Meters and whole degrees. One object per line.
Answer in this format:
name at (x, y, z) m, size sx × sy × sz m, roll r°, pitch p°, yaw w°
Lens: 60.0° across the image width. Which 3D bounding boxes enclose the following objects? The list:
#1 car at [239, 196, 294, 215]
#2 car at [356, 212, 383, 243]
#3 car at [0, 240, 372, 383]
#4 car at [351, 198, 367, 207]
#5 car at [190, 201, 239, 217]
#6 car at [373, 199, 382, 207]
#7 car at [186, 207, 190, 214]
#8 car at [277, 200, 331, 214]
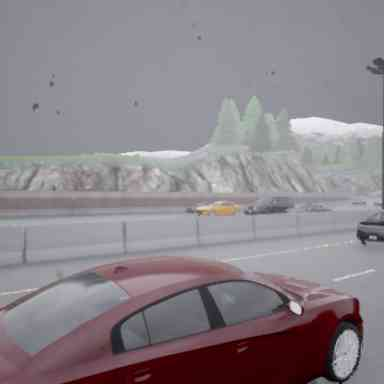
car at (7.328, 1.394, 30.761) m, size 5.566 × 2.045 × 2.150 m, roll 1°, pitch 0°, yaw -36°
car at (9.150, 1.606, 14.582) m, size 4.902 × 1.511 × 2.128 m, roll 0°, pitch 0°, yaw -36°
car at (-0.019, 1.492, 3.759) m, size 5.008 × 1.535 × 1.882 m, roll 0°, pitch 0°, yaw -35°
car at (31.280, 1.914, 62.181) m, size 1.837 × 1.490 × 4.892 m, roll 0°, pitch 0°, yaw 41°
car at (2.622, 1.624, 31.691) m, size 5.008 × 1.535 × 1.882 m, roll 1°, pitch 0°, yaw -36°
car at (34.092, 1.971, 60.075) m, size 1.812 × 1.442 × 4.674 m, roll 0°, pitch 0°, yaw 39°
car at (1.395, 1.718, 35.130) m, size 4.181 × 1.385 × 1.994 m, roll 1°, pitch 0°, yaw -36°
car at (9.889, 1.667, 28.319) m, size 4.902 × 1.511 × 2.128 m, roll 1°, pitch 0°, yaw -36°
